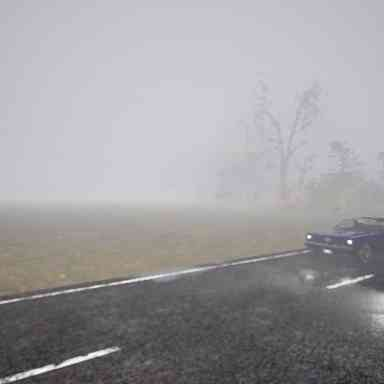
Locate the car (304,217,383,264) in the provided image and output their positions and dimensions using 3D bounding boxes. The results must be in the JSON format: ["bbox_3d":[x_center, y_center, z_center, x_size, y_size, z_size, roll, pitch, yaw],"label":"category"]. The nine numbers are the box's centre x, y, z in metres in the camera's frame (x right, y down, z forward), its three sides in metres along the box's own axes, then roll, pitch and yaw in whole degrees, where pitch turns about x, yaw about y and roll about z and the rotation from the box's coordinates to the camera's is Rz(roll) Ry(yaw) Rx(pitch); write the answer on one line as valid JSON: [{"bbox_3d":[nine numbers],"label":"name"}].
[{"bbox_3d":[6.176,1.611,12.025,4.718,1.301,1.895,0,0,-35],"label":"car"}]

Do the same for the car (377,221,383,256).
[{"bbox_3d":[7.024,1.512,8.642,4.892,1.490,1.837,0,0,-35],"label":"car"}]
